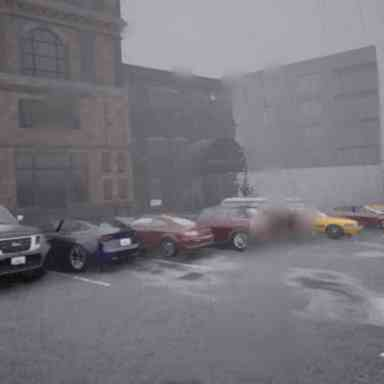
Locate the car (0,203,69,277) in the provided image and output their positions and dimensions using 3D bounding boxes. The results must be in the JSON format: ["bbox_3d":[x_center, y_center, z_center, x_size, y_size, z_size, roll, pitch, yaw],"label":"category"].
[{"bbox_3d":[-6.213,1.245,9.114,5.566,2.045,2.435,-1,-1,34],"label":"car"}]

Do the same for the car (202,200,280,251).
[{"bbox_3d":[1.086,1.357,14.326,4.553,1.767,2.185,-1,-1,34],"label":"car"}]

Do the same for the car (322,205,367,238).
[{"bbox_3d":[6.080,1.502,17.740,5.366,1.575,1.946,-1,-1,34],"label":"car"}]

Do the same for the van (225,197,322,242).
[{"bbox_3d":[3.593,1.263,16.034,4.442,1.987,1.878,-1,-1,34],"label":"van"}]

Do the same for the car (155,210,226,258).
[{"bbox_3d":[-1.366,1.521,12.598,4.674,1.452,2.002,-1,0,34],"label":"car"}]

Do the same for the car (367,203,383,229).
[{"bbox_3d":[10.805,1.584,21.328,4.792,1.488,2.163,-1,-1,34],"label":"car"}]

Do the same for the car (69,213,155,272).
[{"bbox_3d":[-3.828,1.516,10.875,4.792,1.488,2.163,-1,0,35],"label":"car"}]
